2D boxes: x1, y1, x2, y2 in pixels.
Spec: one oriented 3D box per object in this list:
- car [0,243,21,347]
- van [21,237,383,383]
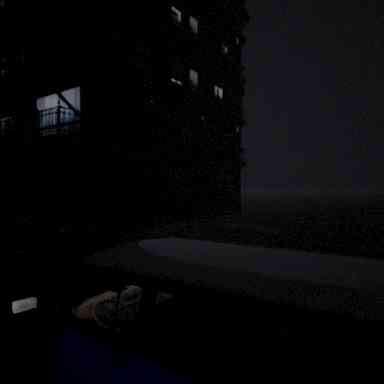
[{"bbox_3d":[-3.933,1.545,5.678,4.313,1.339,1.947,0,0,35],"label":"car"},{"bbox_3d":[0.658,1.339,2.407,3.998,1.788,1.690,0,0,35],"label":"van"}]
